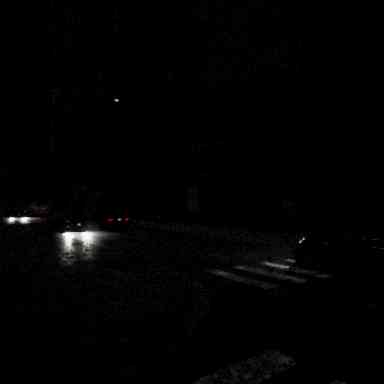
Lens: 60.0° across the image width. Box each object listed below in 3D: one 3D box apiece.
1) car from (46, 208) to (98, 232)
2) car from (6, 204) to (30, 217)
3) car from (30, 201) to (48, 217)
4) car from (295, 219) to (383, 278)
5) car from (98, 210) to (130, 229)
[{"bbox_3d":[-8.551,1.982,23.392,1.994,1.385,4.181,2,-2,-36],"label":"car"},{"bbox_3d":[-22.700,2.539,42.934,1.895,1.301,4.718,2,-3,-36],"label":"car"},{"bbox_3d":[-20.864,2.263,45.279,2.150,2.045,5.566,2,-3,-36],"label":"car"},{"bbox_3d":[5.251,1.530,9.486,2.097,1.767,4.553,2,-2,-36],"label":"car"},{"bbox_3d":[-6.672,2.071,25.819,2.033,1.411,5.357,2,-2,-36],"label":"car"}]
